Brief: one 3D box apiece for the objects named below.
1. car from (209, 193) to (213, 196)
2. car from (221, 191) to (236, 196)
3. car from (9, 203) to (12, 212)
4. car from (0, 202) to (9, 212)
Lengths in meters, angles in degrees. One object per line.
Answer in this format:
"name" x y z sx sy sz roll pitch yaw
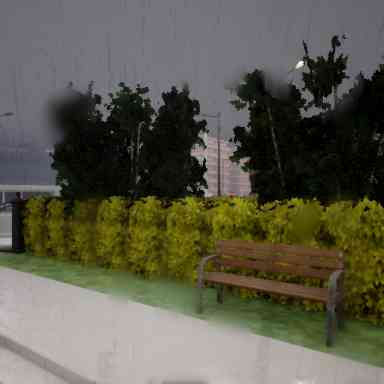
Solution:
"car" 2.679 0.757 69.278 1.812 1.442 4.674 0 1 35
"car" 7.522 0.549 70.089 2.097 1.767 4.553 0 1 35
"car" -16.616 1.480 35.837 1.812 1.442 4.674 0 0 35
"car" -19.754 1.520 37.455 1.994 1.385 4.181 0 0 35
